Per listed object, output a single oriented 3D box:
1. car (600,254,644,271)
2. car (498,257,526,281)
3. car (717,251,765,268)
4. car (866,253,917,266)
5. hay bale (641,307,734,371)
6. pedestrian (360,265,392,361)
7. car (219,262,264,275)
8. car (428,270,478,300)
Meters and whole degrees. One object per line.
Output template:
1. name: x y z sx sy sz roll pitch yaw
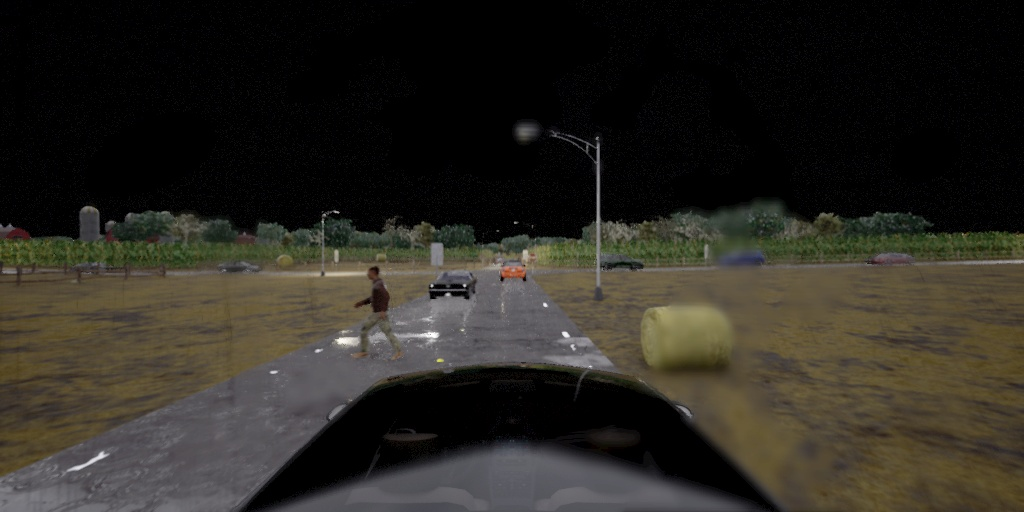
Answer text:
1. car: 13.381 0.801 44.373 5.566 2.045 2.150 -1 1 3
2. car: 0.115 1.158 31.002 2.097 1.767 4.553 0 0 0
3. car: 30.036 0.418 47.017 5.566 2.045 2.150 -1 1 0
4. car: 46.856 0.430 44.050 4.181 1.385 1.994 -1 1 1
5. hay bale: 3.129 1.423 6.579 1.220 1.180 1.240 0 0 0
6. pedestrian: -2.559 1.062 6.756 0.375 1.860 0.375 -1 1 -10
7. car: -33.367 1.535 44.306 4.892 1.490 1.837 0 1 0
8. car: -2.832 1.395 17.947 1.895 1.301 4.718 0 0 -1
